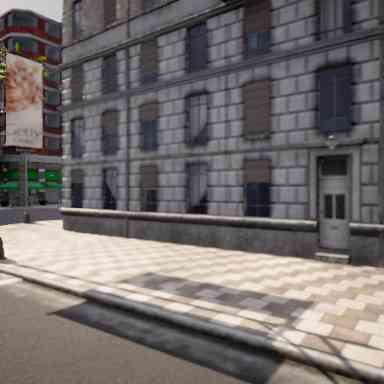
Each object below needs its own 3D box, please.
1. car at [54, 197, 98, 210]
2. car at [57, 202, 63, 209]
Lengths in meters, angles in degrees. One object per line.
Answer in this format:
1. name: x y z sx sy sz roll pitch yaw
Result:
1. car: -14.877 1.463 42.878 2.128 1.511 4.902 0 0 37
2. car: -13.195 1.479 39.271 1.837 1.490 4.892 0 0 36
